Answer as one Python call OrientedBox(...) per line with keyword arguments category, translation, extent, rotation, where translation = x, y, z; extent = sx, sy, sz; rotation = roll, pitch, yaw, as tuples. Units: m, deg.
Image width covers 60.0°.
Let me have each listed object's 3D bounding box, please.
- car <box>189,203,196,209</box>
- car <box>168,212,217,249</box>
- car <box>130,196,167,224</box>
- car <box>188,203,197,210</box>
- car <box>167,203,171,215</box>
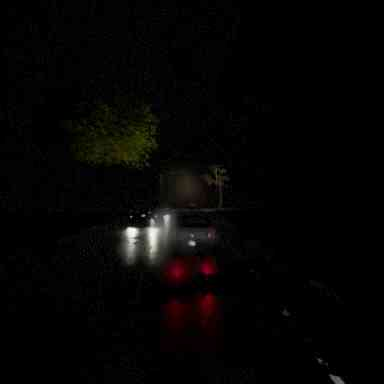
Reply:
OrientedBox(category="car", translation=(0.120, 3.745, 88.559), extent=(1.882, 1.535, 5.008), rotation=(0, -3, 0))
OrientedBox(category="car", translation=(0.017, 1.675, 14.800), extent=(1.895, 1.301, 4.718), rotation=(0, 0, 0))
OrientedBox(category="car", translation=(-3.467, 1.370, 26.524), extent=(2.150, 2.045, 5.566), rotation=(0, -1, 0))
OrientedBox(category="car", translation=(0.106, 3.439, 78.527), extent=(1.994, 1.385, 4.181), rotation=(0, -3, 0))
OrientedBox(category="car", translation=(-3.457, 1.874, 38.761), extent=(1.812, 1.442, 4.674), rotation=(0, -1, 0))
